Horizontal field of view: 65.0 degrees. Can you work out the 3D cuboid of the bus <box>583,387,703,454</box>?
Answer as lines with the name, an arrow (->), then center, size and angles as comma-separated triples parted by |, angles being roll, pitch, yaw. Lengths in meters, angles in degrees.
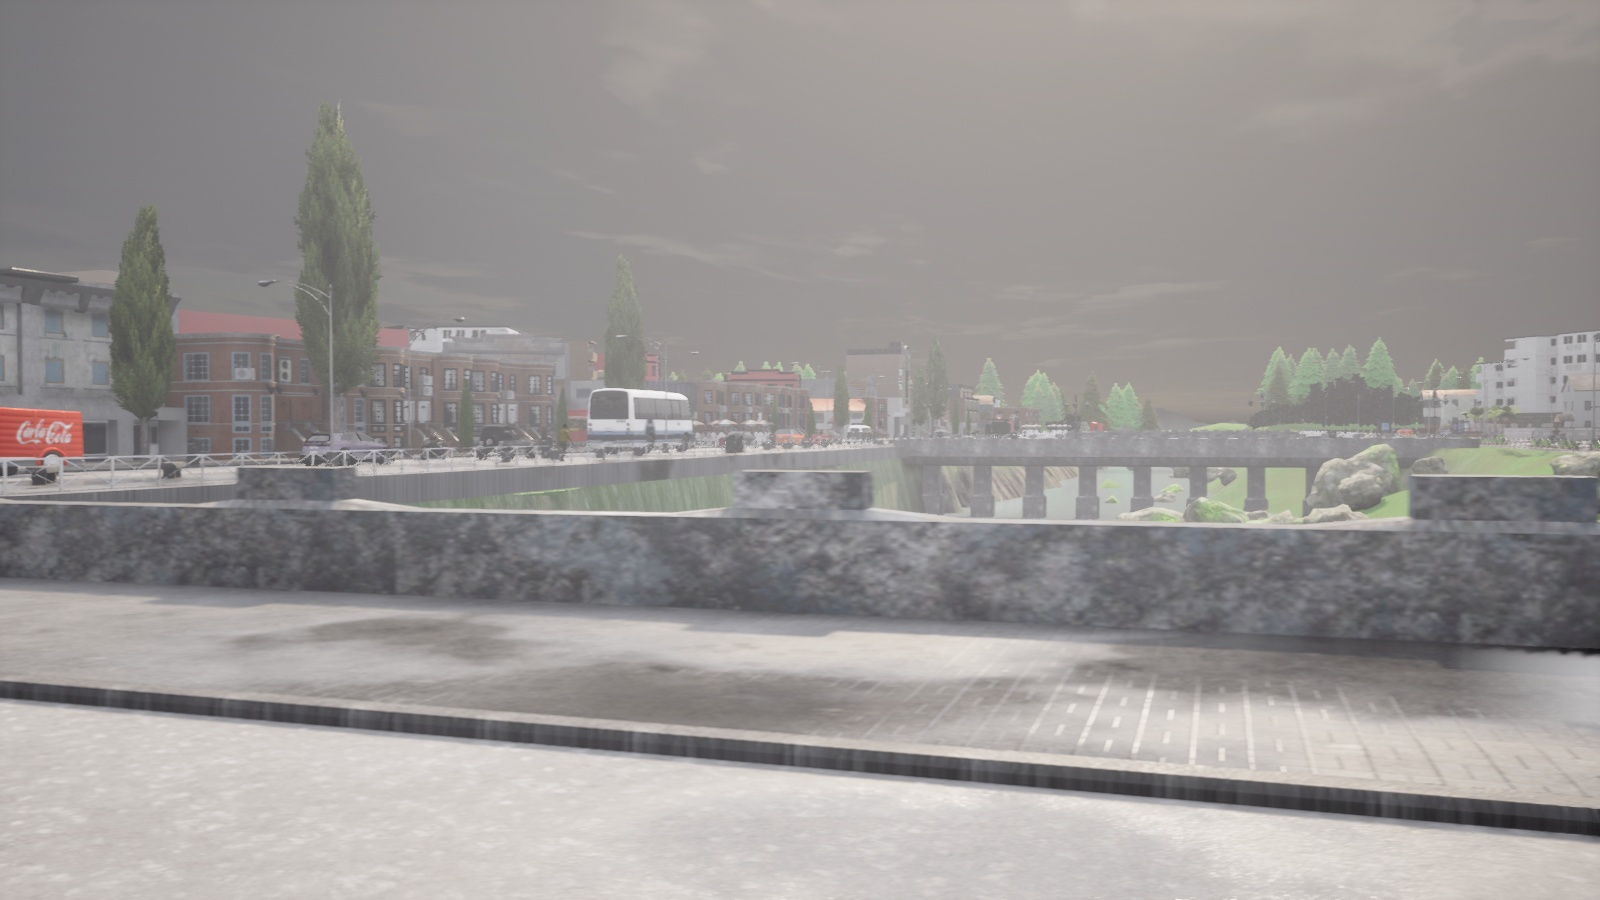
bus -> -10.407, -1.946, 84.725 | 3.944, 4.253, 10.273 | 1, 1, 19

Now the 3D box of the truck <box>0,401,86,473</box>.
truck -> -28.310, -0.451, 44.048 | 2.627, 2.467, 5.204 | 1, -1, 19

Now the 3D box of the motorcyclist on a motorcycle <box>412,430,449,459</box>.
motorcyclist on a motorcycle -> -20.124, -0.310, 68.416 | 0.866, 1.530, 2.191 | 1, 1, 19

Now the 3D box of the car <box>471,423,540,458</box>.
car -> -15.951, -0.531, 68.270 | 1.905, 1.878, 3.866 | 1, 1, 19

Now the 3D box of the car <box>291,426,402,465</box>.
car -> -20.107, -0.214, 55.909 | 2.033, 1.649, 4.856 | 1, 1, 19

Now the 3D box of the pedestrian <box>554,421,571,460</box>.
pedestrian -> -11.167, -0.452, 59.104 | 0.431, 1.840, 0.709 | 1, 1, 33
